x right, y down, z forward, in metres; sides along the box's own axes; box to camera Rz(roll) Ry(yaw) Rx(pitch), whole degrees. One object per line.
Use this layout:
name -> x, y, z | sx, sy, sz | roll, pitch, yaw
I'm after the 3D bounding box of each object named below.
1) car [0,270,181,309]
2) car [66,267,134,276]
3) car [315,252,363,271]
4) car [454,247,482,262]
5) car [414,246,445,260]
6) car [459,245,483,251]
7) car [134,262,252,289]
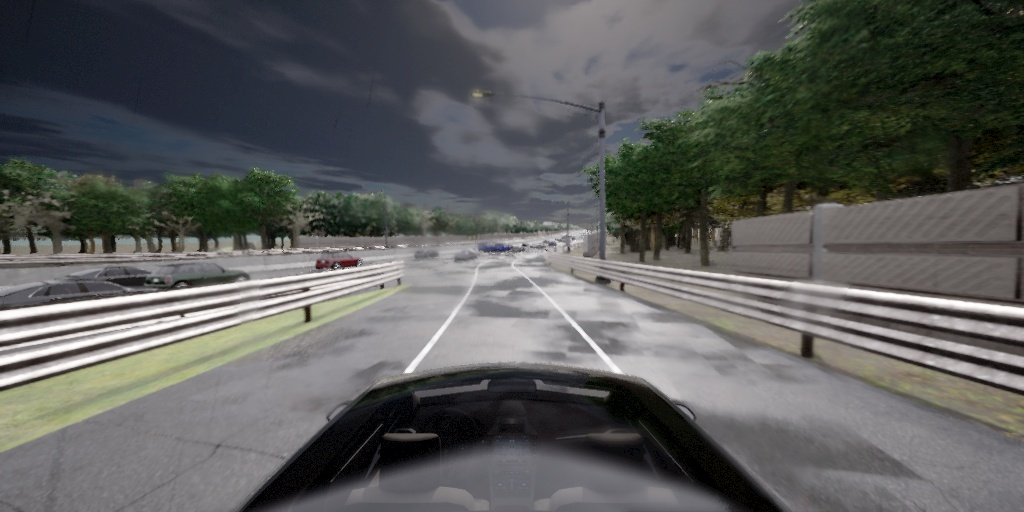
car -> -15.437, 1.564, 12.807 | 1.837, 1.490, 4.892 | 1, 2, 16
car -> -20.893, 1.309, 19.283 | 1.837, 1.490, 4.892 | 1, 3, 16
car -> -16.581, 0.404, 34.613 | 2.097, 1.767, 4.553 | 1, 3, 16
car -> -5.885, -0.030, 46.646 | 1.994, 1.385, 4.181 | 1, 3, 16
car -> -11.974, -0.289, 50.809 | 2.128, 1.511, 4.902 | 1, 3, 16
car -> -6.615, -0.579, 56.799 | 1.812, 1.442, 4.674 | 1, 3, 16
car -> -17.102, 1.126, 19.840 | 2.097, 1.767, 4.553 | 1, 3, 16
